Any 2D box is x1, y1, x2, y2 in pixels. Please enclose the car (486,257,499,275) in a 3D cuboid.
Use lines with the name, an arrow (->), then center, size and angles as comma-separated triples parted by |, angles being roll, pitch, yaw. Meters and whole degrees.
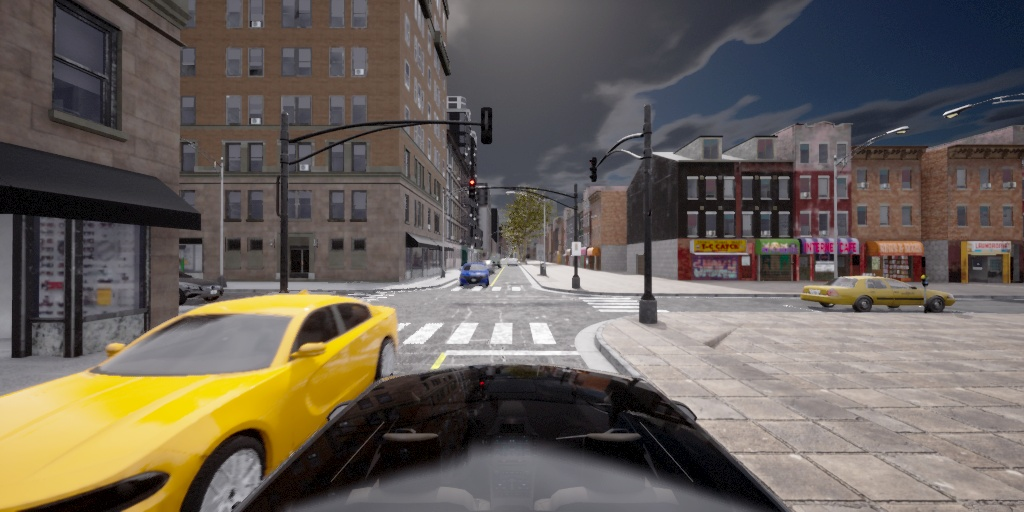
car -> -2.858, 1.221, 39.179 | 2.128, 1.511, 4.902 | 0, 0, 0

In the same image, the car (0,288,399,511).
car -> -2.850, 1.228, 4.095 | 1.882, 1.535, 5.008 | 0, 0, 0

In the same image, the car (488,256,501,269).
car -> -2.835, 0.951, 55.972 | 2.150, 2.045, 5.566 | 0, 0, 0

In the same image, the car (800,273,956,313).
car -> 13.881, 1.347, 13.694 | 4.829, 1.417, 1.751 | 0, 0, 0

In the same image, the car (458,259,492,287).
car -> -2.570, 1.218, 24.373 | 1.882, 1.535, 5.008 | 0, 0, -6

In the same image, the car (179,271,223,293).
car -> -14.412, 1.195, 14.520 | 4.674, 1.442, 1.812 | 0, 0, 0
